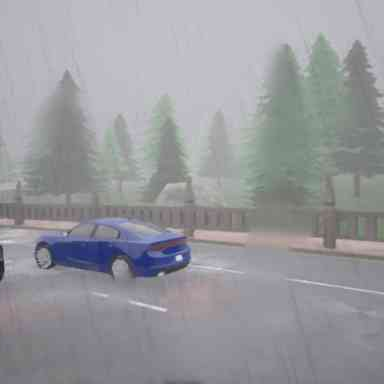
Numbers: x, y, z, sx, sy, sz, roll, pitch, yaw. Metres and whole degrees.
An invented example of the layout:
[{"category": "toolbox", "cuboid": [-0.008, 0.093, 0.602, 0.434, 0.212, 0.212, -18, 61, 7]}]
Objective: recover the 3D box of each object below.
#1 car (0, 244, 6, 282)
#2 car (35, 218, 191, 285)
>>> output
[{"category": "car", "cuboid": [-6.555, 1.482, 7.905, 5.008, 1.535, 1.882, 0, 0, 30]}, {"category": "car", "cuboid": [-2.415, 1.475, 9.505, 5.008, 1.535, 1.882, 0, 0, 32]}]
